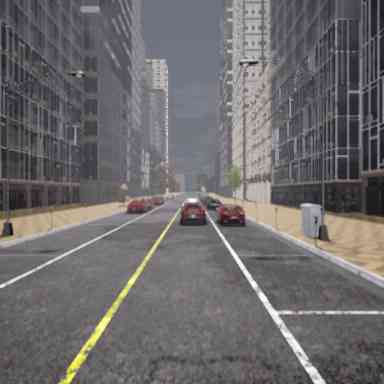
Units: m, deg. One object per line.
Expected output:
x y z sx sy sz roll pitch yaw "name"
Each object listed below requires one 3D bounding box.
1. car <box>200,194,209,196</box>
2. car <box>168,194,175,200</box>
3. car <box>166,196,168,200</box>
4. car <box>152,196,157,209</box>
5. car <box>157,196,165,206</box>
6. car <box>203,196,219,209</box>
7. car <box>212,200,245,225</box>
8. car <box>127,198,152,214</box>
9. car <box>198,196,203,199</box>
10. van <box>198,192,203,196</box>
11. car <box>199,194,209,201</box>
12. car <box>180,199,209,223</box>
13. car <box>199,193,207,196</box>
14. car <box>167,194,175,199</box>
2.678 1.440 52.086 1.947 1.339 4.313 0 0 0 "car"
-5.711 1.282 86.077 1.752 1.417 4.829 0 0 0 "car"
-5.704 1.423 57.785 1.947 1.339 4.313 0 0 0 "car"
-5.699 1.490 40.707 1.802 1.307 4.206 0 0 0 "car"
-5.702 1.419 52.092 1.887 1.381 4.507 0 0 0 "car"
2.681 1.473 40.702 1.947 1.339 4.313 0 0 0 "car"
2.686 1.498 23.625 1.887 1.381 4.507 0 0 0 "car"
-5.698 1.469 35.014 1.887 1.381 4.507 0 0 0 "car"
0.090 1.504 42.108 1.895 1.301 4.718 0 0 0 "car"
2.674 1.160 69.164 1.690 1.788 3.998 0 0 0 "van"
2.673 1.239 74.855 1.967 1.590 4.097 0 0 0 "car"
0.099 1.476 24.898 1.812 1.442 4.674 0 0 0 "car"
2.676 1.404 63.470 1.947 1.339 4.313 0 0 0 "car"
-5.713 1.285 91.941 2.008 1.369 4.403 0 0 0 "car"
